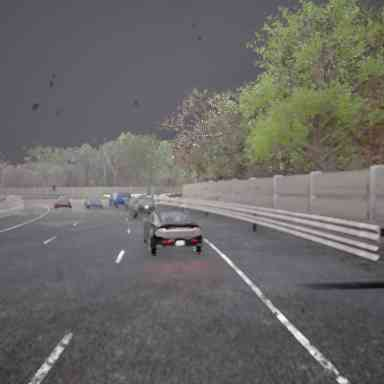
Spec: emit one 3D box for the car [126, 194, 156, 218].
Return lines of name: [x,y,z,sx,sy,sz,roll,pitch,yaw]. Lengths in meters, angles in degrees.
car: [-4.185,1.226,28.687,2.097,1.767,4.553,0,0,-15]

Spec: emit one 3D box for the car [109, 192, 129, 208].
car: [-9.600,1.041,44.431,2.150,2.045,5.566,0,1,-24]

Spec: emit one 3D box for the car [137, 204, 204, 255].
car: [-0.876,1.432,13.081,2.128,1.511,4.902,0,0,-12]

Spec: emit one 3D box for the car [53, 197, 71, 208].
car: [-17.342,1.412,44.428,1.994,1.385,4.181,0,0,-25]

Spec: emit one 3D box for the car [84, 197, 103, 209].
car: [-12.629,1.386,42.563,2.033,1.411,5.357,0,0,-23]

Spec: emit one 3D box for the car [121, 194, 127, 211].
car: [-5.875,1.328,34.915,1.882,1.535,5.008,0,0,-19]
